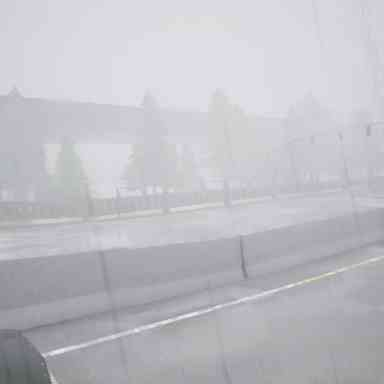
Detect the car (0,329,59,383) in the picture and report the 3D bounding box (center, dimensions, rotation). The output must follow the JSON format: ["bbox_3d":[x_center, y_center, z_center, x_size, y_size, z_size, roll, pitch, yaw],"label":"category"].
[{"bbox_3d":[-3.080,1.600,1.549,4.718,1.301,1.895,0,0,-36],"label":"car"}]
